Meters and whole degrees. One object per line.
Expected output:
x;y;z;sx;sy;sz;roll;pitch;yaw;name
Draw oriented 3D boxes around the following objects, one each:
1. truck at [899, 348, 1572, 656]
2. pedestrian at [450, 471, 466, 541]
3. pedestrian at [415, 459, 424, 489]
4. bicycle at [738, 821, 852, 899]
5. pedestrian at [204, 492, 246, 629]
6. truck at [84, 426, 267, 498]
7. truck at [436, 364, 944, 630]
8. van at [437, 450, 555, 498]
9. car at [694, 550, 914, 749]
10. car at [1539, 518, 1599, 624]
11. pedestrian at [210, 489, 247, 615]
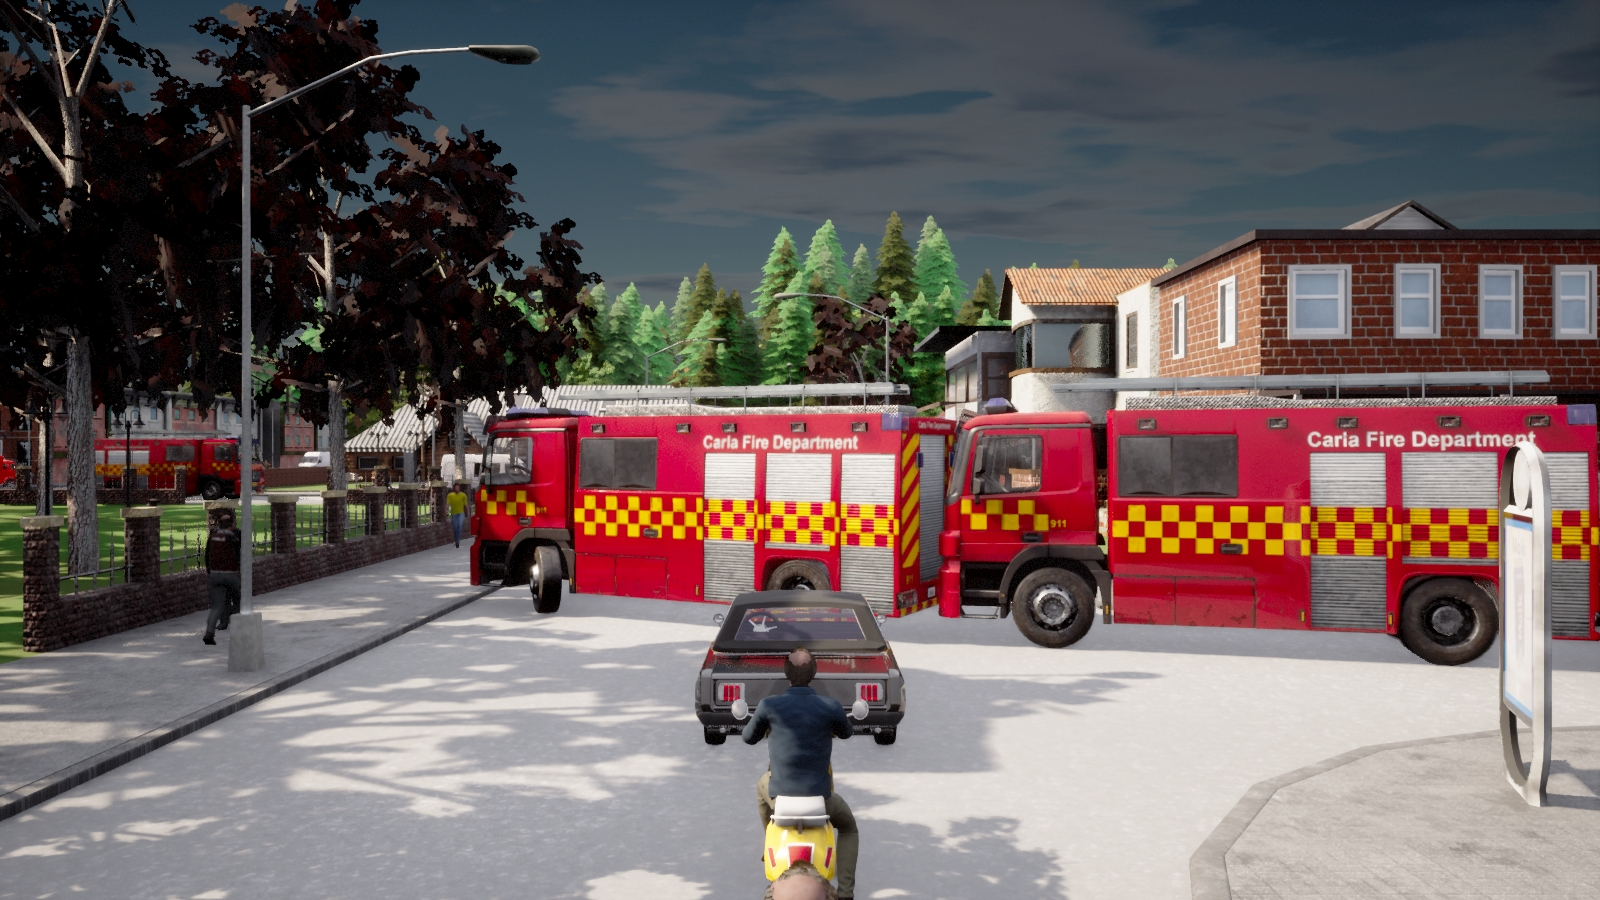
5.896;0.661;16.720;8.468;3.827;2.891;0;0;15;truck
-9.236;1.513;30.850;0.375;1.860;0.375;0;0;-8;pedestrian
-23.470;1.496;70.416;0.375;1.860;0.375;0;0;10;pedestrian
-0.015;1.938;3.086;0.329;1.271;1.835;0;0;0;bicycle
-7.959;1.516;15.828;0.375;1.860;0.375;0;0;9;pedestrian
-34.206;0.645;62.767;8.468;3.827;2.891;0;0;0;truck
-2.040;0.664;19.658;8.468;3.827;2.891;0;0;27;truck
-16.613;1.289;62.612;5.915;2.561;1.988;0;0;0;van
0.033;1.930;12.217;1.895;1.301;4.718;0;0;0;car
14.285;1.835;17.290;4.792;1.488;2.163;0;0;0;car
-8.592;1.518;17.186;0.375;1.860;0.375;0;0;-1;pedestrian
